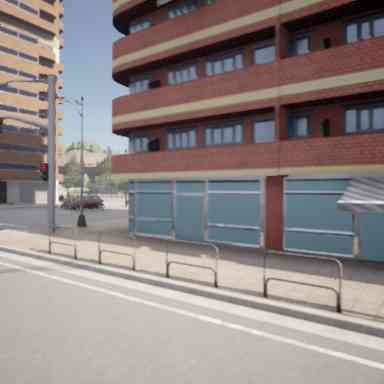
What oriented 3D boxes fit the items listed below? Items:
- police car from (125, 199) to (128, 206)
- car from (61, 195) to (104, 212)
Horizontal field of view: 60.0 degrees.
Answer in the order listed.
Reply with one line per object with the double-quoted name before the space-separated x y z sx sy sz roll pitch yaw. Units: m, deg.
"police car" -7.447 1.167 47.828 1.930 1.638 5.238 1 0 36
"car" -11.801 1.121 35.914 2.097 1.767 4.553 1 0 36
